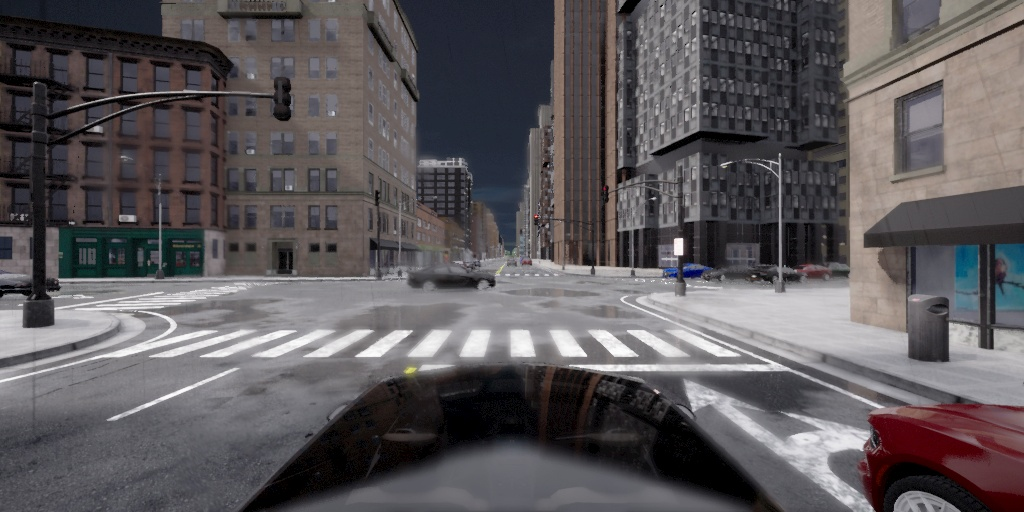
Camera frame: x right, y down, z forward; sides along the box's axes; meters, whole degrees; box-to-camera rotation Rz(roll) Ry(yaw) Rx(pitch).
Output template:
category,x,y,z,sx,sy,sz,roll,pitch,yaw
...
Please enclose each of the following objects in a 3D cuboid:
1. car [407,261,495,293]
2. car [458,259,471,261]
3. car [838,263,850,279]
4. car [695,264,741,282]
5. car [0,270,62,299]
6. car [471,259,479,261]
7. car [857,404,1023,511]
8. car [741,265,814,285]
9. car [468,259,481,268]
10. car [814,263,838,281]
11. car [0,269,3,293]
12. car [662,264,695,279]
category,x,y,z,sx,sy,sz,roll,pitch,yaw
car,-3.433,1.231,20.642,5.008,1.535,1.882,0,0,-19
car,-6.672,1.285,44.709,1.812,1.442,4.674,0,0,0
car,35.018,1.571,39.628,4.553,1.767,2.097,1,0,-13
car,19.279,1.515,32.033,4.892,1.490,1.837,1,0,-17
car,-22.317,1.031,14.448,5.357,1.411,2.033,1,0,-16
car,-6.683,1.253,54.670,2.128,1.511,4.902,0,0,0
car,3.353,1.228,0.406,1.882,1.535,5.008,0,0,0
car,21.566,1.487,29.136,5.008,1.535,1.882,1,-1,-17
car,-6.673,1.326,64.632,1.994,1.385,4.181,0,0,0
car,28.330,1.594,34.605,5.008,1.535,1.882,1,0,-15
car,-21.029,1.021,11.457,5.357,1.411,2.033,1,0,-13
car,17.027,1.487,34.776,5.008,1.535,1.882,1,0,-16
